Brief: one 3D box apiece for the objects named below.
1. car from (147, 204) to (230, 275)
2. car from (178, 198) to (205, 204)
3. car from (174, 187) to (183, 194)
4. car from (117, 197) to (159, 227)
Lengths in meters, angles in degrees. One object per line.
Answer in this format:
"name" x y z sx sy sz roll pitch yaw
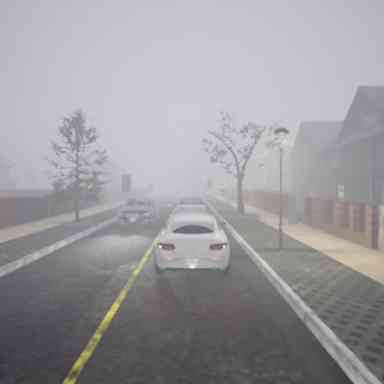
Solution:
"car" 0.031 1.295 9.499 1.812 1.442 4.674 0 1 1
"car" -0.038 1.047 23.354 1.895 1.301 4.718 0 1 0
"car" -3.117 -0.393 79.390 2.097 1.767 4.553 0 1 0
"car" -2.922 1.042 18.817 2.128 1.511 4.902 0 1 0
